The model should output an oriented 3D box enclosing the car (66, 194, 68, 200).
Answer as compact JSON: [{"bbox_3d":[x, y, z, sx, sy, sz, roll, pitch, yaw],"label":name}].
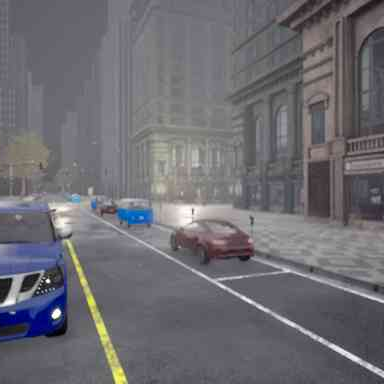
[{"bbox_3d":[-27.323,1.584,76.877,1.947,1.339,4.313,0,0,-23],"label":"car"}]

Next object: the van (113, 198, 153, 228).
[{"bbox_3d":[-3.774,1.337,21.722,1.690,1.788,3.998,0,0,-23],"label":"van"}]

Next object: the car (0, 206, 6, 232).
[{"bbox_3d":[-11.646,1.542,18.381,1.887,1.381,4.507,0,0,-23],"label":"car"}]

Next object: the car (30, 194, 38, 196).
[{"bbox_3d":[-30.860,1.536,63.429,1.752,1.417,4.829,0,0,-23],"label":"car"}]

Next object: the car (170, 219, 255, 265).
[{"bbox_3d":[0.560,1.580,11.557,1.802,1.307,4.206,0,0,-23],"label":"car"}]

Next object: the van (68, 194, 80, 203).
[{"bbox_3d":[-25.198,1.354,71.899,1.690,1.788,3.998,0,0,-23],"label":"van"}]

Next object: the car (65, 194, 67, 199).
[{"bbox_3d":[-29.447,1.568,81.856,1.887,1.381,4.507,0,0,-23],"label":"car"}]

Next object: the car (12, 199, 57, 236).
[{"bbox_3d":[-8.996,1.349,19.238,2.097,1.767,4.553,0,0,-23],"label":"car"}]

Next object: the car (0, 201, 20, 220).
[{"bbox_3d":[-15.985,1.541,28.544,1.887,1.381,4.507,0,0,-23],"label":"car"}]

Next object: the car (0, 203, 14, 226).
[{"bbox_3d":[-13.816,1.541,23.463,1.887,1.381,4.507,0,0,-23],"label":"car"}]

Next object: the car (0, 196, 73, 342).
[{"bbox_3d":[-3.667,1.220,6.505,2.150,2.045,5.566,0,0,-23],"label":"car"}]

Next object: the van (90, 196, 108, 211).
[{"bbox_3d":[-10.277,1.337,36.968,1.690,1.788,3.998,0,0,-23],"label":"van"}]

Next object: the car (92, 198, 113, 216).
[{"bbox_3d":[-8.110,1.540,31.885,1.887,1.381,4.507,0,0,-23],"label":"car"}]

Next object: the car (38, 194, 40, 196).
[{"bbox_3d":[-35.073,1.563,73.319,1.887,1.381,4.507,0,0,-23],"label":"car"}]
